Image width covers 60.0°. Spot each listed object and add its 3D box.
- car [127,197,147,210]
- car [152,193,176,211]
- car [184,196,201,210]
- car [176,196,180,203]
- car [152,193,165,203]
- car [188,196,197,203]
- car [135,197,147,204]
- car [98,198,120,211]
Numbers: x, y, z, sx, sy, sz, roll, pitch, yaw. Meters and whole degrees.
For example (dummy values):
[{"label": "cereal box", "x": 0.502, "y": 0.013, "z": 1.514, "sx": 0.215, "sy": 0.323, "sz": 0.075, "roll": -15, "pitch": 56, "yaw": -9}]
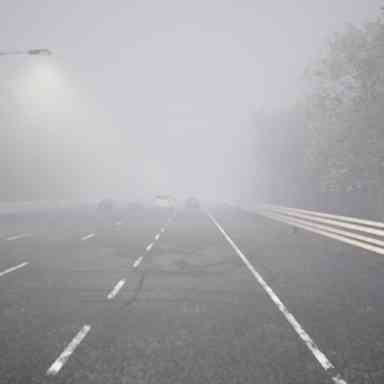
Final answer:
[{"label": "car", "x": -6.963, "y": 1.544, "z": 42.142, "sx": 1.812, "sy": 1.442, "sz": 4.674, "roll": 0, "pitch": 0, "yaw": 0}, {"label": "car", "x": -3.469, "y": 1.242, "z": 41.117, "sx": 2.150, "sy": 2.045, "sz": 5.566, "roll": 0, "pitch": 0, "yaw": 0}, {"label": "car", "x": 0.039, "y": 1.369, "z": 42.180, "sx": 2.097, "sy": 1.767, "sz": 4.553, "roll": 0, "pitch": 0, "yaw": 0}, {"label": "car", "x": -3.417, "y": 1.536, "z": 68.988, "sx": 2.128, "sy": 1.511, "sz": 4.902, "roll": 0, "pitch": 0, "yaw": 0}, {"label": "car", "x": -6.923, "y": 1.257, "z": 68.795, "sx": 2.150, "sy": 2.045, "sz": 5.566, "roll": 0, "pitch": 0, "yaw": 0}, {"label": "car", "x": 0.087, "y": 1.537, "z": 68.971, "sx": 1.837, "sy": 1.490, "sz": 4.892, "roll": 0, "pitch": 0, "yaw": 1}, {"label": "car", "x": -10.425, "y": 1.635, "z": 68.318, "sx": 1.895, "sy": 1.301, "sz": 4.718, "roll": 0, "pitch": 0, "yaw": 0}, {"label": "car", "x": -10.462, "y": 1.526, "z": 41.886, "sx": 1.837, "sy": 1.490, "sz": 4.892, "roll": 0, "pitch": 0, "yaw": 0}]
